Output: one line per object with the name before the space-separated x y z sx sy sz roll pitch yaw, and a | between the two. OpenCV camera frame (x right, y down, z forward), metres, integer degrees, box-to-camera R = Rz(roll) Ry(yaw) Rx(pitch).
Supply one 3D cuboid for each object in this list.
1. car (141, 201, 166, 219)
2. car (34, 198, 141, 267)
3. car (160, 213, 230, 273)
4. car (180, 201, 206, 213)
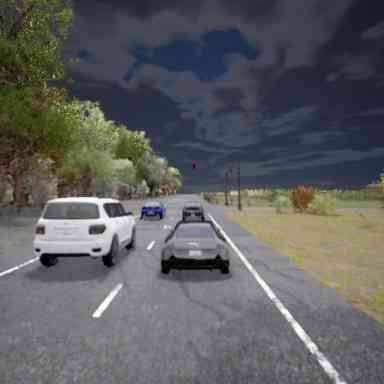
car | -3.401 1.540 29.854 1.882 1.535 5.008 0 0 0
car | -3.403 1.241 11.672 2.150 2.045 5.566 0 -1 0
car | 0.090 1.588 10.798 1.994 1.385 4.181 0 0 0
car | 0.098 1.565 28.681 1.837 1.490 4.892 0 0 0
